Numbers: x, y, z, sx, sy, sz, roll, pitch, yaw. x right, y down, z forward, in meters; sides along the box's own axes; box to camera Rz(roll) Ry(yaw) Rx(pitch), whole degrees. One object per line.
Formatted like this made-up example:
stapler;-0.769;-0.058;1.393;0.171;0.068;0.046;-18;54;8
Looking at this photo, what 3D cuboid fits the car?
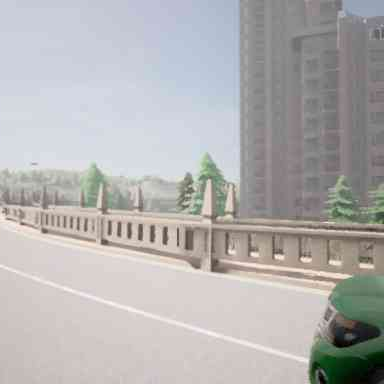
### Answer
car;3.866;1.325;2.544;5.566;2.045;2.150;0;-1;33
